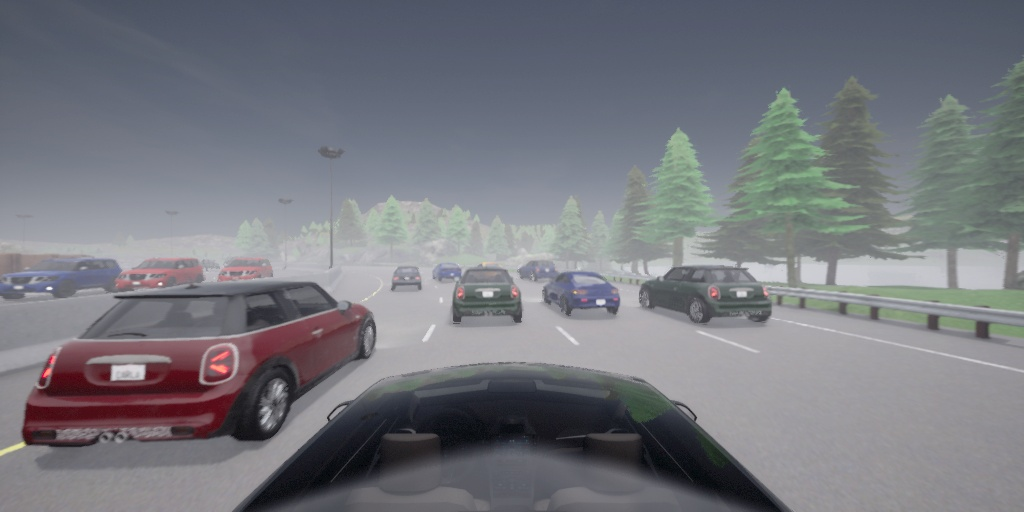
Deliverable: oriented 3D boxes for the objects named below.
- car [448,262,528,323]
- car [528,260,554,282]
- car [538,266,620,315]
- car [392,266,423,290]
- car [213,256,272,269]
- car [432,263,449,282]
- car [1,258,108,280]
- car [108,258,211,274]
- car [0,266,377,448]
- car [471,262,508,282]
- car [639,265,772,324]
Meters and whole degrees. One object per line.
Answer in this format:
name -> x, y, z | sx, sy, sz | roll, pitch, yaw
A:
car -> -0.948, 1.123, 12.445 | 2.097, 1.767, 4.553 | 0, 0, -7
car -> 2.071, 1.129, 29.699 | 2.097, 1.767, 4.553 | 0, 0, -18
car -> 2.462, 1.278, 13.466 | 1.812, 1.442, 4.674 | 0, 0, -8
car -> -6.891, 1.371, 23.575 | 2.033, 1.411, 5.357 | 0, 0, -16
car -> -18.891, 1.120, 25.767 | 2.150, 2.045, 5.566 | 0, 0, -22
car -> -5.558, 1.302, 30.366 | 1.882, 1.535, 5.008 | 0, 0, -21
car -> -24.051, 1.143, 19.490 | 2.150, 2.045, 5.566 | 0, 0, -18
car -> -21.214, 1.129, 21.986 | 2.150, 2.045, 5.566 | 0, 0, -19
car -> -3.741, 1.130, 5.515 | 2.097, 1.767, 4.553 | 0, 0, -3
car -> -2.028, 1.282, 30.903 | 1.882, 1.535, 5.008 | 0, 0, -20
car -> 6.139, 1.080, 12.067 | 2.097, 1.767, 4.553 | 0, 0, -7
